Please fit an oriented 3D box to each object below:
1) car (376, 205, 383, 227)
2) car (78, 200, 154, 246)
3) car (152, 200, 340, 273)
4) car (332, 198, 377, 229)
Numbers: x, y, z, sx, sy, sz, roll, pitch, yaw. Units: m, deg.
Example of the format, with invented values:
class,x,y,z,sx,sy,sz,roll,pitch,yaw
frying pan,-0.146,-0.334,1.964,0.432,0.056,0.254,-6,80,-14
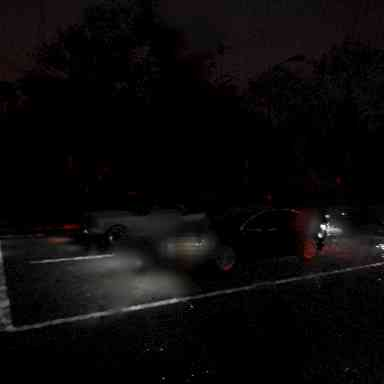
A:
class,x,y,z,sx,sy,sz,roll,pitch,yaw
car,10.421,1.307,14.495,4.718,1.301,1.895,1,3,-31
car,-1.355,0.937,11.411,4.718,1.301,1.895,1,3,-31
car,1.603,1.089,9.116,4.892,1.490,1.837,1,3,-31
car,8.349,1.035,17.320,4.181,1.385,1.994,1,3,-31
